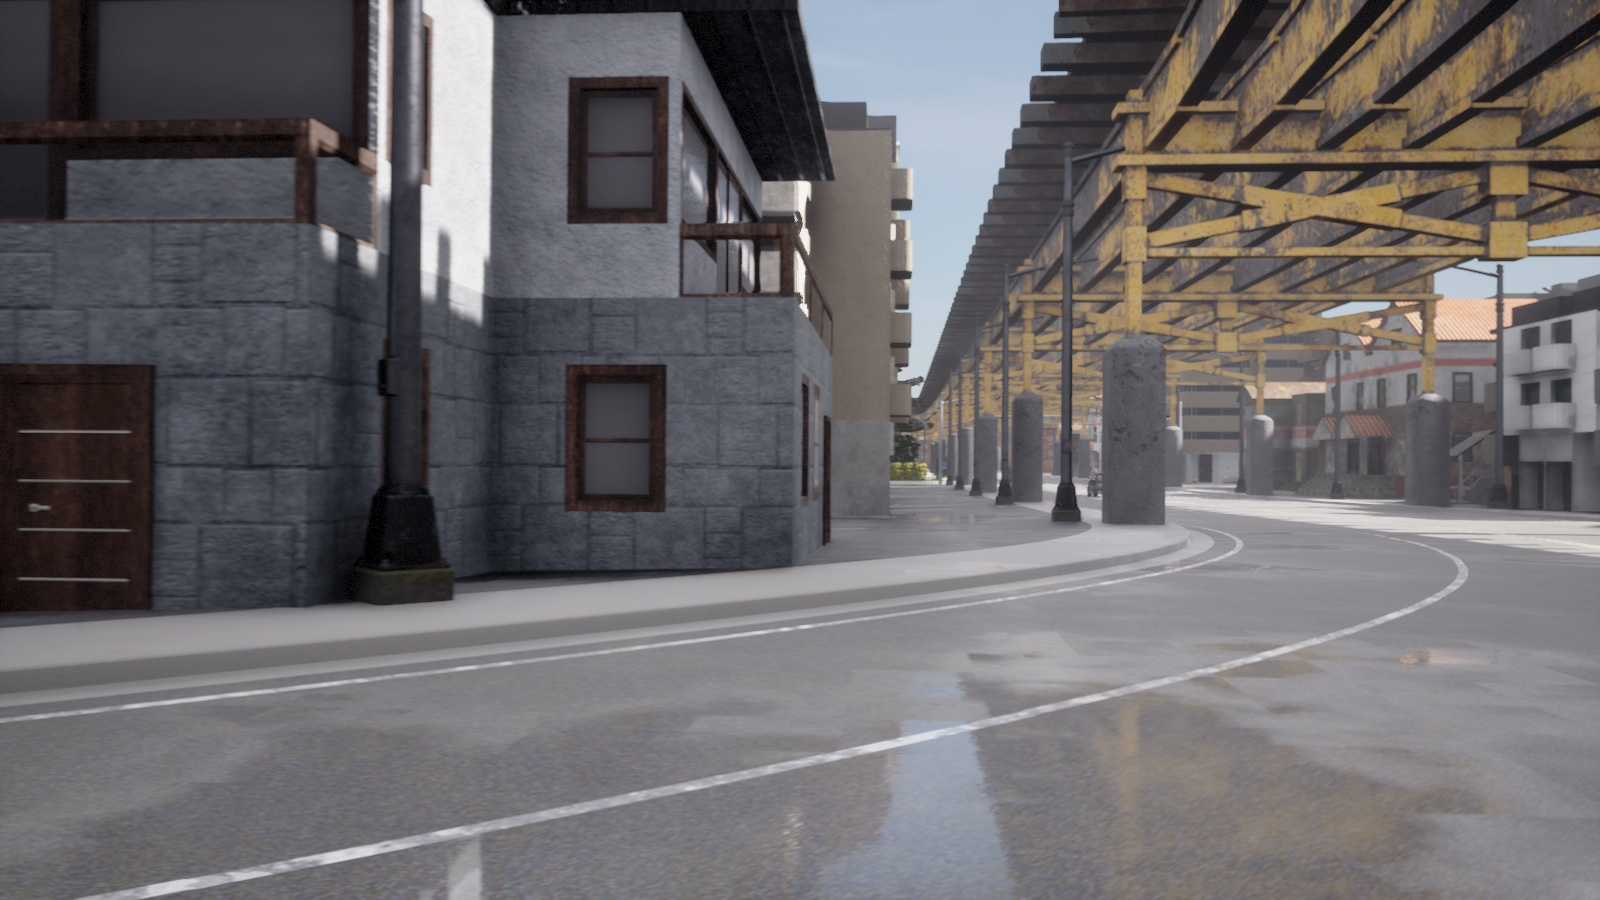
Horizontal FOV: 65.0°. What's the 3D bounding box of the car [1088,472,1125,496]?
[{"bbox_3d":[19.955,2.210,81.959,1.789,1.549,3.705,0,-1,5],"label":"car"}]
